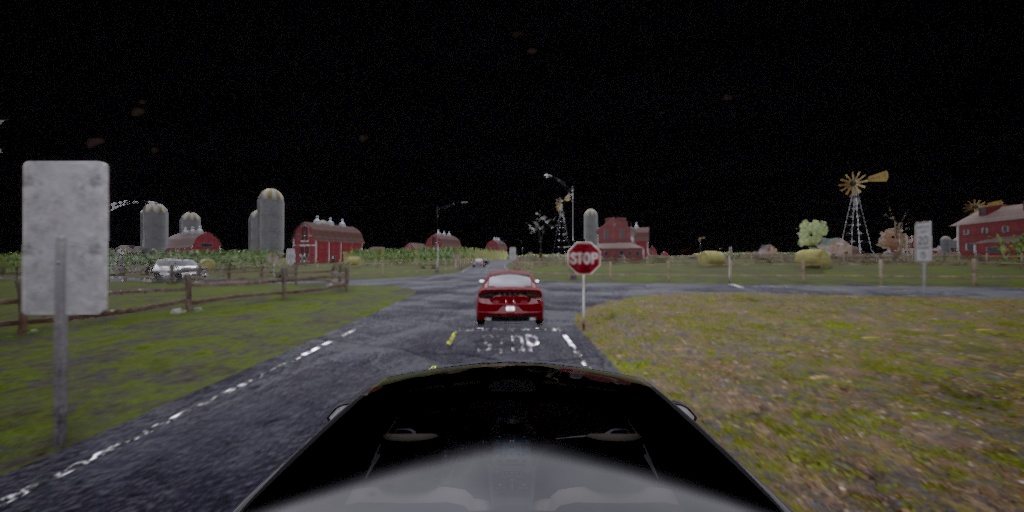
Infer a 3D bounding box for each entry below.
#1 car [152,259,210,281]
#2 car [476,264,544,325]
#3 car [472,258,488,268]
[{"bbox_3d":[-31.722,1.299,34.356,5.566,2.045,2.150,-1,-1,20],"label":"car"},{"bbox_3d":[-0.084,1.188,11.751,1.882,1.535,5.008,0,0,-1],"label":"car"},{"bbox_3d":[-5.284,1.095,57.191,1.812,1.442,4.674,0,0,-2],"label":"car"}]
